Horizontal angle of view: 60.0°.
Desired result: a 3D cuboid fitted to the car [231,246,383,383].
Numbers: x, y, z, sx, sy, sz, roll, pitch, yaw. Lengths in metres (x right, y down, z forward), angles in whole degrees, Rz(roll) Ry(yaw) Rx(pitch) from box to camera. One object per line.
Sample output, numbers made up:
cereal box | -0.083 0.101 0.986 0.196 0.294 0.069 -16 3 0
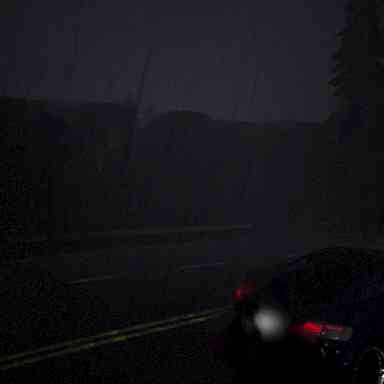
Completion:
car | 2.664 1.541 4.941 4.181 1.385 1.994 0 0 -28
